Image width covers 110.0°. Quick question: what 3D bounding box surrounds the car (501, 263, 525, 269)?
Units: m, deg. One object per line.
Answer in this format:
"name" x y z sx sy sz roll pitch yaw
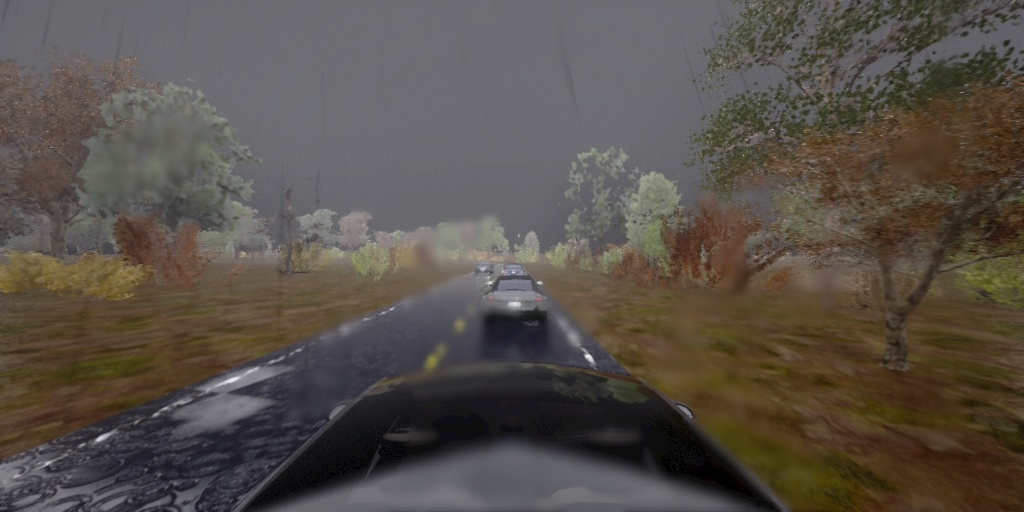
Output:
"car" 0.115 1.285 29.543 2.033 1.411 5.357 0 0 0

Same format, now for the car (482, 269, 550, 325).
"car" 0.109 1.309 11.781 1.994 1.385 4.181 0 0 0

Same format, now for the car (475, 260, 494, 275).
"car" -2.993 1.226 39.683 2.128 1.511 4.902 0 0 0
